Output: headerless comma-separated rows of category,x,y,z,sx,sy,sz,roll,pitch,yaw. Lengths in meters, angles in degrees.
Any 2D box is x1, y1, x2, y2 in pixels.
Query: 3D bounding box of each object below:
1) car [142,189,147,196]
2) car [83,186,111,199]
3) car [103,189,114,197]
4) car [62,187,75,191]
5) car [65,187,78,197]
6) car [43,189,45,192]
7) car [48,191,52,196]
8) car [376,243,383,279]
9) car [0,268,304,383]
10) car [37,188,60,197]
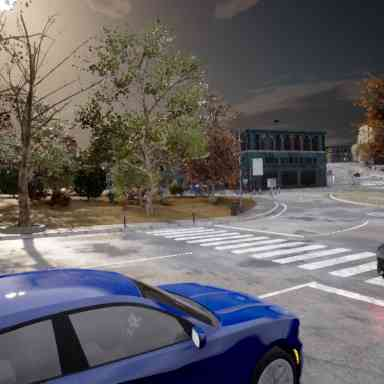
car,-8.722,-0.083,57.303,2.435,2.045,5.566,-1,2,16
car,-18.280,0.053,64.423,2.435,2.045,5.566,-2,2,17
car,-13.518,0.124,60.817,2.185,1.767,4.553,-2,2,16
car,-25.392,0.061,69.763,2.435,2.045,5.566,0,2,17
car,-23.024,0.350,67.963,2.163,1.488,4.792,-1,2,17
car,-30.077,0.261,73.450,2.097,1.535,5.008,0,2,18
car,-27.743,0.293,71.614,2.231,1.521,4.892,-1,2,18
car,6.560,1.474,8.409,4.892,1.490,1.837,0,0,-35
car,-1.039,1.477,3.006,5.008,1.535,1.882,0,0,-36
car,-32.434,0.101,75.250,2.185,1.767,4.553,0,2,18
